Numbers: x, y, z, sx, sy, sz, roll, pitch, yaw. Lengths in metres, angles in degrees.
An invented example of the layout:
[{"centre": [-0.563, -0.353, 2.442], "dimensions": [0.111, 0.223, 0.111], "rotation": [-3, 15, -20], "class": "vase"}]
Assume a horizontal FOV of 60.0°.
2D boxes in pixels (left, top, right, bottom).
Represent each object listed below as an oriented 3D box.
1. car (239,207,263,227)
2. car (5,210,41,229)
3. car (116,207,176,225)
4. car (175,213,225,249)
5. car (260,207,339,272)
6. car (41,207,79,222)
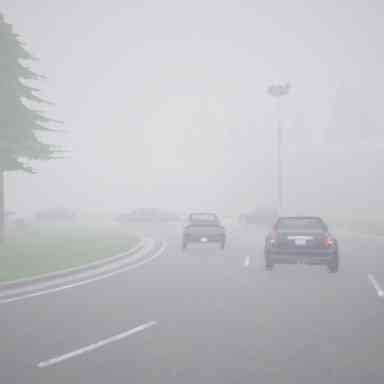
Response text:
[{"centre": [5.230, 1.776, 23.580], "dimensions": [2.128, 1.511, 4.902], "rotation": [0, -1, -25], "class": "car"}, {"centre": [-14.395, 2.084, 25.355], "dimensions": [4.674, 1.442, 1.812], "rotation": [-1, -1, -14], "class": "car"}, {"centre": [-3.826, 2.012, 28.174], "dimensions": [5.357, 1.411, 2.033], "rotation": [-1, -1, 25], "class": "car"}, {"centre": [0.472, 1.721, 15.747], "dimensions": [2.128, 1.511, 4.902], "rotation": [0, -1, 0], "class": "car"}, {"centre": [3.642, 1.481, 11.578], "dimensions": [2.097, 1.767, 4.553], "rotation": [-1, -1, 14], "class": "car"}, {"centre": [-13.544, 2.179, 32.619], "dimensions": [4.674, 1.442, 1.812], "rotation": [-1, -1, -6], "class": "car"}]
